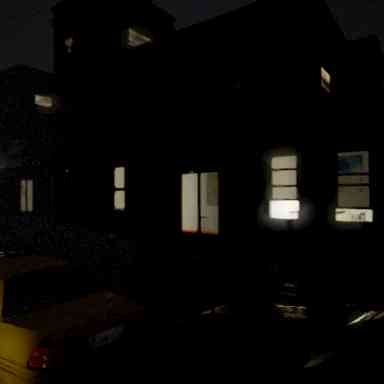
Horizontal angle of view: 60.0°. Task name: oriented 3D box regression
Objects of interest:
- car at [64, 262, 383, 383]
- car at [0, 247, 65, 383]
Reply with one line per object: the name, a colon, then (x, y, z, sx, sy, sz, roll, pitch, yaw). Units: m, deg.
car: (1.871, 1.321, 1.556, 5.009, 1.841, 2.192, 1, 0, 36)
car: (-2.785, 1.488, 4.875, 4.829, 1.417, 1.752, 1, 0, 36)
